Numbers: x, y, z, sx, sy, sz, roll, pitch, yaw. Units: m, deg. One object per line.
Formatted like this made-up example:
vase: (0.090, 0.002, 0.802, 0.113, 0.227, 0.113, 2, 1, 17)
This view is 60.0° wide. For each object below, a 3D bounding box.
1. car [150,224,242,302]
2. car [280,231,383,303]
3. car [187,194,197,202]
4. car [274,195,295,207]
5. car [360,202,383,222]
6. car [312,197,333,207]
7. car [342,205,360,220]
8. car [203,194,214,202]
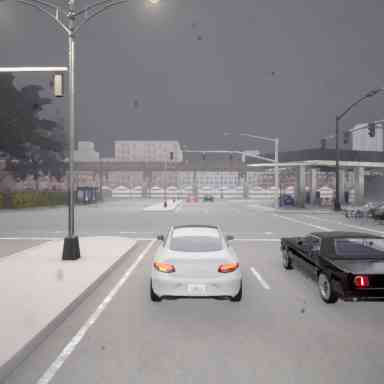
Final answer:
car: (0.085, 1.517, 8.133, 1.812, 1.442, 4.674, 0, 0, 0)
car: (3.590, 1.599, 8.116, 1.895, 1.301, 4.718, 0, 0, 0)
car: (0.026, 1.250, 72.320, 2.097, 1.767, 4.553, 0, 0, 0)
car: (13.229, 1.262, 47.671, 2.242, 1.667, 4.611, 0, 0, 0)
car: (15.054, 1.528, 23.837, 4.674, 1.442, 1.812, 0, 0, -1)
car: (18.973, 1.434, 48.432, 1.970, 1.475, 3.806, 0, 0, 0)
car: (14.898, 1.523, 27.487, 4.674, 1.442, 1.812, 0, 0, -1)
car: (3.526, 1.257, 72.319, 2.097, 1.767, 4.553, 0, 0, 0)
